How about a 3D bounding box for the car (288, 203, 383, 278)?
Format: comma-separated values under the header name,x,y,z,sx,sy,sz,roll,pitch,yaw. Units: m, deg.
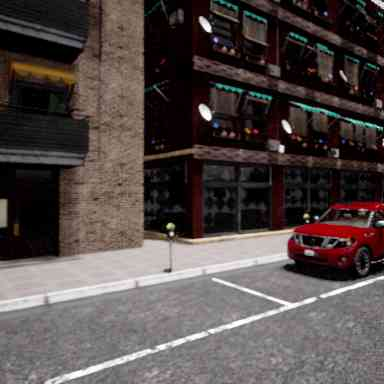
name,x,y,z,sx,sy,sz,roll,pitch,yaw
car,5.147,1.279,10.225,5.009,1.841,2.192,0,0,-35
